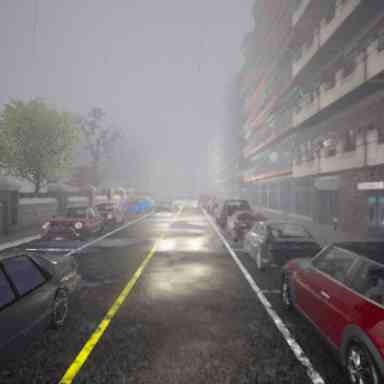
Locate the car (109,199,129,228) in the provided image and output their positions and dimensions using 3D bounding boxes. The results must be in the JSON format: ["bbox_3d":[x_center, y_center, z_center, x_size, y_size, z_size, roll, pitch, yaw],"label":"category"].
[{"bbox_3d":[-5.686,1.473,21.894,1.967,1.590,4.097,0,0,0],"label":"car"}]

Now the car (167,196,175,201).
[{"bbox_3d":[-5.682,1.796,89.458,1.802,1.307,4.206,0,0,0],"label":"car"}]

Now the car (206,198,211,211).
[{"bbox_3d":[2.694,1.599,33.154,1.887,1.381,4.507,0,0,0],"label":"car"}]

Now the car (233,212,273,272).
[{"bbox_3d":[2.692,1.565,10.633,2.008,1.369,4.403,0,0,0],"label":"car"}]

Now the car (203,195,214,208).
[{"bbox_3d":[2.695,1.507,38.783,1.967,1.590,4.097,0,0,0],"label":"car"}]

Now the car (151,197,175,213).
[{"bbox_3d":[-3.092,1.612,37.942,2.033,1.411,5.357,0,0,0],"label":"car"}]

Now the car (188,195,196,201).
[{"bbox_3d":[0.010,1.493,85.253,1.882,1.535,5.008,0,0,0],"label":"car"}]

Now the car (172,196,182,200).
[{"bbox_3d":[-2.994,1.390,78.387,1.895,1.301,4.718,0,0,0],"label":"car"}]

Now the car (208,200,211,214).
[{"bbox_3d":[2.694,1.593,27.524,2.008,1.369,4.403,0,0,0],"label":"car"}]

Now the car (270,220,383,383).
[{"bbox_3d":[2.693,1.447,5.003,1.967,1.590,4.097,0,0,0],"label":"car"}]

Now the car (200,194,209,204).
[{"bbox_3d":[2.696,1.411,50.044,2.192,1.841,5.009,0,0,0],"label":"car"}]

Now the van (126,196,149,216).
[{"bbox_3d":[-5.686,1.396,33.155,1.690,1.788,3.998,0,0,0],"label":"van"}]

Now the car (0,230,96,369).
[{"bbox_3d":[-3.084,1.553,4.219,2.033,1.411,5.357,0,0,1],"label":"car"}]

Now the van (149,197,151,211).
[{"bbox_3d":[-5.685,1.408,38.784,1.690,1.788,3.998,0,0,0],"label":"van"}]

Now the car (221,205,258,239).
[{"bbox_3d":[2.693,1.568,16.263,1.887,1.381,4.507,0,0,0],"label":"car"}]

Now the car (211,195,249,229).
[{"bbox_3d":[2.695,1.348,21.894,2.192,1.841,5.009,0,0,0],"label":"car"}]

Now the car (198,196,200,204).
[{"bbox_3d":[2.399,1.371,65.785,2.150,2.045,5.566,0,0,0],"label":"car"}]

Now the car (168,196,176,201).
[{"bbox_3d":[-5.681,1.777,95.087,1.887,1.381,4.507,0,0,0],"label":"car"}]

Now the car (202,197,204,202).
[{"bbox_3d":[2.695,1.663,44.414,1.802,1.307,4.206,0,0,0],"label":"car"}]

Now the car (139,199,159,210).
[{"bbox_3d":[-5.685,1.632,44.414,2.008,1.369,4.403,0,0,0],"label":"car"}]

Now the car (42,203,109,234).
[{"bbox_3d":[-5.687,1.464,16.265,1.967,1.590,4.097,0,0,0],"label":"car"}]
